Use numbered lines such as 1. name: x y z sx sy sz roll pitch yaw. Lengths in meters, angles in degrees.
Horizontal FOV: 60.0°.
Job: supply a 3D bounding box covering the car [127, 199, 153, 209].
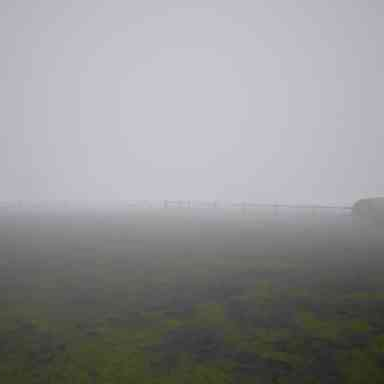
1. car: -8.055 1.865 52.253 1.812 1.442 4.674 -1 -1 35
